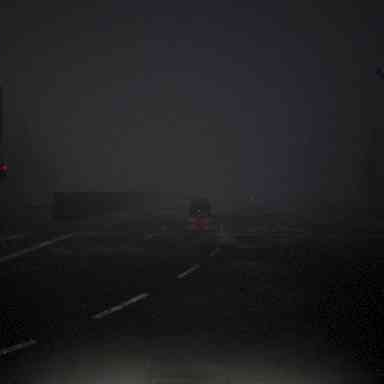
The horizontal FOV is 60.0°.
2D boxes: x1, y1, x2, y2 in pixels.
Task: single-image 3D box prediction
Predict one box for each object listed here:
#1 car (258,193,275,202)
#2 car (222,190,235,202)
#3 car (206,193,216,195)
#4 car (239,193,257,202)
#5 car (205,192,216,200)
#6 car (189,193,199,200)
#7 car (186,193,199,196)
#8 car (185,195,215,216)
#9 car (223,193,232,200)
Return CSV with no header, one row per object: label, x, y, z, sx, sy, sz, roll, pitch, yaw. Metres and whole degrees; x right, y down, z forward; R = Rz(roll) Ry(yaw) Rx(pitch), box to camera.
car,13.676,1.104,59.971,2.033,1.411,5.357,0,0,4
car,6.699,0.788,60.539,2.150,2.045,5.566,0,0,4
car,3.242,1.169,61.227,1.895,1.301,4.718,0,0,4
car,10.253,1.156,61.102,1.895,1.301,4.718,0,0,4
car,3.947,0.862,70.338,2.128,1.511,4.902,0,0,4
car,0.457,0.894,70.608,1.994,1.385,4.181,0,0,4
car,-0.218,1.076,61.882,1.837,1.490,4.892,0,0,4
car,0.781,1.286,29.429,2.128,1.511,4.902,0,0,4
car,7.439,0.926,70.098,1.895,1.301,4.718,0,0,4
